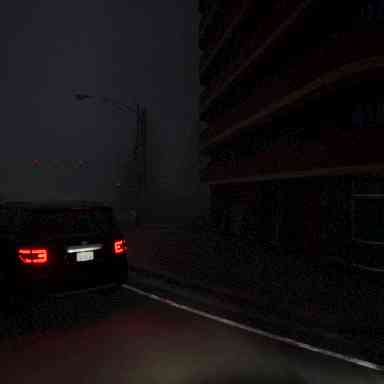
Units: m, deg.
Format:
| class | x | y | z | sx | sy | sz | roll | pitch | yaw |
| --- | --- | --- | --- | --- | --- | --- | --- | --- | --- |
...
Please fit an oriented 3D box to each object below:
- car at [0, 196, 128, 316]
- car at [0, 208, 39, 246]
| class | x | y | z | sx | sy | sz | roll | pitch | yaw |
| --- | --- | --- | --- | --- | --- | --- | --- | --- | --- |
| car | -3.583 | 1.221 | 7.907 | 2.150 | 2.045 | 5.566 | 0 | 0 | -40 |
| car | -8.449 | 1.564 | 15.879 | 1.994 | 1.385 | 4.181 | 0 | 0 | -26 |
